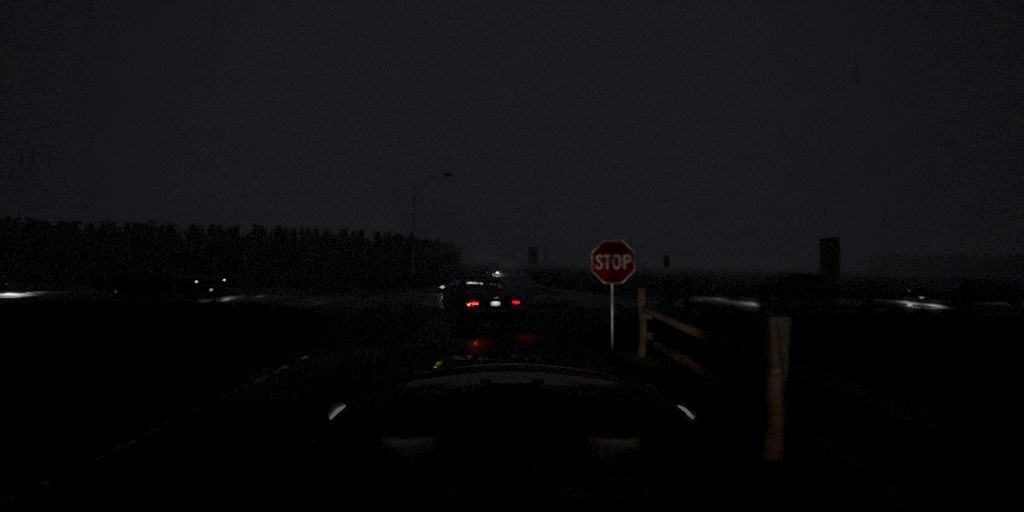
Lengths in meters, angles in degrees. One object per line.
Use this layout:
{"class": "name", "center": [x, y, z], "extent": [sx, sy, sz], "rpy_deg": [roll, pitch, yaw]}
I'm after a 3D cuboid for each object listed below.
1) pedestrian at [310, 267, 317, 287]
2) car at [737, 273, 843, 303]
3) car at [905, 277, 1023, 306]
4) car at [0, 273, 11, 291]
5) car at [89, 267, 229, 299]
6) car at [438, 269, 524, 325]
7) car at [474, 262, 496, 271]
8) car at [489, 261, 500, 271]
{"class": "pedestrian", "center": [-12.163, 1.258, 22.039], "extent": [0.375, 1.300, 0.375], "rpy_deg": [0, -2, 0]}
{"class": "car", "center": [14.666, 1.633, 19.080], "extent": [4.892, 1.490, 1.837], "rpy_deg": [1, -1, 0]}
{"class": "car", "center": [24.445, 1.851, 19.108], "extent": [5.357, 1.411, 2.033], "rpy_deg": [1, -1, 0]}
{"class": "car", "center": [-25.519, 0.937, 16.031], "extent": [4.181, 1.385, 1.994], "rpy_deg": [1, -1, 0]}
{"class": "car", "center": [-15.545, 1.151, 16.019], "extent": [4.718, 1.301, 1.895], "rpy_deg": [1, -1, 1]}
{"class": "car", "center": [-1.268, 1.339, 12.144], "extent": [2.033, 1.411, 5.357], "rpy_deg": [1, 0, -19]}
{"class": "car", "center": [-2.833, 1.494, 33.412], "extent": [1.895, 1.301, 4.718], "rpy_deg": [0, 0, 0]}
{"class": "car", "center": [-2.830, 1.485, 43.257], "extent": [2.033, 1.411, 5.357], "rpy_deg": [0, 0, 0]}
